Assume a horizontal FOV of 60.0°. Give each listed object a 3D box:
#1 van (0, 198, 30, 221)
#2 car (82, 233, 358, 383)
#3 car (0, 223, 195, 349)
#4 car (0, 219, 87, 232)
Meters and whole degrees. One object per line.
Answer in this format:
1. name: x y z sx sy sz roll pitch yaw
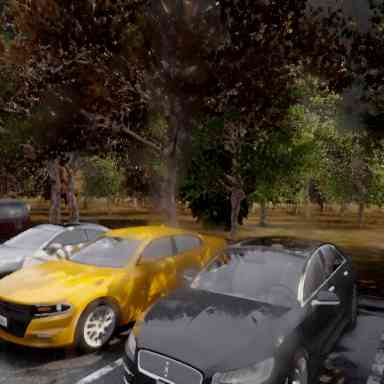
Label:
1. van: -7.986 1.237 11.295 1.878 1.987 4.442 0 0 35
2. car: 1.162 1.479 4.938 2.231 1.521 4.892 0 0 35
3. car: -1.108 1.474 6.551 2.097 1.535 5.008 0 0 35
4. car: -3.379 1.511 8.163 2.002 1.452 4.674 0 0 35
